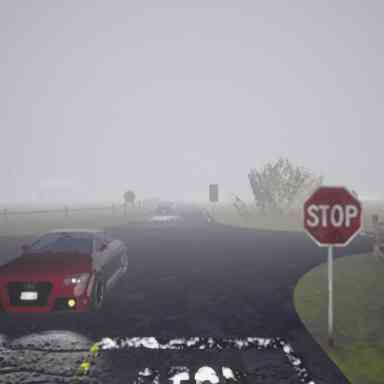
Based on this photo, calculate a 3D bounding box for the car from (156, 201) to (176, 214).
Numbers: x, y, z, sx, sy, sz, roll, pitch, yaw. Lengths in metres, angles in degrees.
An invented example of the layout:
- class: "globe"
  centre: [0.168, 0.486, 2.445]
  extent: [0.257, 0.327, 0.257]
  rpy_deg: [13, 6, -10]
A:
- class: "car"
  centre: [-2.772, 1.642, 35.446]
  extent: [1.895, 1.301, 4.718]
  rpy_deg: [0, 0, 0]

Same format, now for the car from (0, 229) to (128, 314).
- class: "car"
  centre: [-2.757, 1.573, 7.621]
  extent: [1.994, 1.385, 4.181]
  rpy_deg: [0, 0, 0]
